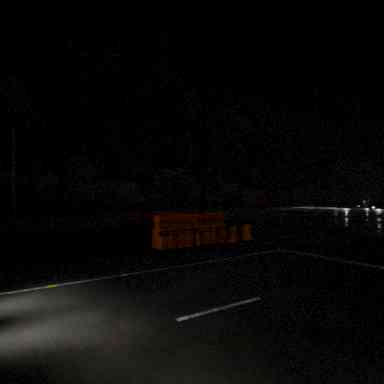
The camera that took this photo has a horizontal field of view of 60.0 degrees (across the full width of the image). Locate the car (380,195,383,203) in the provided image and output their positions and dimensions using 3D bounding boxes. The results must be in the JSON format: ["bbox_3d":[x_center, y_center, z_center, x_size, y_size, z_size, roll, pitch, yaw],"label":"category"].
[{"bbox_3d":[35.977,1.234,59.664,4.902,1.511,2.128,0,0,-36],"label":"car"}]

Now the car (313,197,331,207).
[{"bbox_3d":[19.573,1.432,48.069,4.718,1.301,1.895,0,0,-35],"label":"car"}]

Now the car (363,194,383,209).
[{"bbox_3d":[24.586,1.330,43.047,4.892,1.490,1.837,0,0,-35],"label":"car"}]

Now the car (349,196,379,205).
[{"bbox_3d":[28.006,1.333,54.055,5.357,1.411,2.033,0,0,-35],"label":"car"}]

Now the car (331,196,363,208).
[{"bbox_3d":[21.518,1.336,45.158,4.892,1.490,1.837,0,0,-35],"label":"car"}]
